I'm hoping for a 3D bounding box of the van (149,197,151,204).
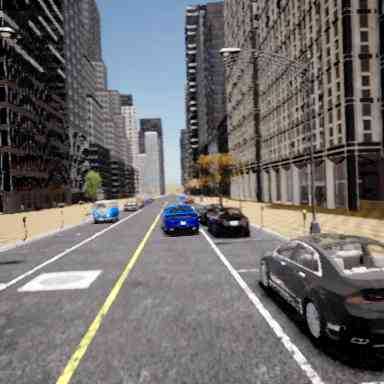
[{"bbox_3d":[-9.162,1.682,61.781,1.690,1.788,3.998,-3,0,-3],"label":"van"}]

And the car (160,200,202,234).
[{"bbox_3d":[-0.793,1.490,19.739,1.882,1.535,5.008,-3,0,-7],"label":"car"}]

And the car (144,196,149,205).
[{"bbox_3d":[-8.825,1.872,56.167,1.887,1.381,4.507,-3,0,-3],"label":"car"}]

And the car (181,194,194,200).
[{"bbox_3d":[-0.464,1.548,56.652,1.802,1.307,4.206,-4,0,-3],"label":"car"}]

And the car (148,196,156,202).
[{"bbox_3d":[-10.775,1.966,89.860,2.008,1.369,4.403,-4,0,-3],"label":"car"}]

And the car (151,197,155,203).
[{"bbox_3d":[-9.800,1.913,73.013,1.887,1.381,4.507,-3,0,-3],"label":"car"}]

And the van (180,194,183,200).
[{"bbox_3d":[-2.430,1.395,90.346,1.690,1.788,3.998,-4,0,-3],"label":"van"}]

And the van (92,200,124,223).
[{"bbox_3d":[-7.210,1.614,28.088,1.690,1.788,3.998,-3,0,-3],"label":"van"}]

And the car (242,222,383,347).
[{"bbox_3d":[2.462,1.435,6.110,2.008,1.369,4.403,-3,0,-3],"label":"car"}]

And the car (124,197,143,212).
[{"bbox_3d":[-8.174,1.853,44.935,2.008,1.369,4.403,-3,0,-3],"label":"car"}]

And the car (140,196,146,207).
[{"bbox_3d":[-8.491,1.839,50.382,1.752,1.417,4.829,-3,0,-3],"label":"car"}]

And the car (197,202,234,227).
[{"bbox_3d":[1.486,1.469,22.957,1.947,1.339,4.313,-4,0,-3],"label":"car"}]

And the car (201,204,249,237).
[{"bbox_3d":[1.812,1.462,17.342,1.947,1.339,4.313,-3,0,-3],"label":"car"}]
